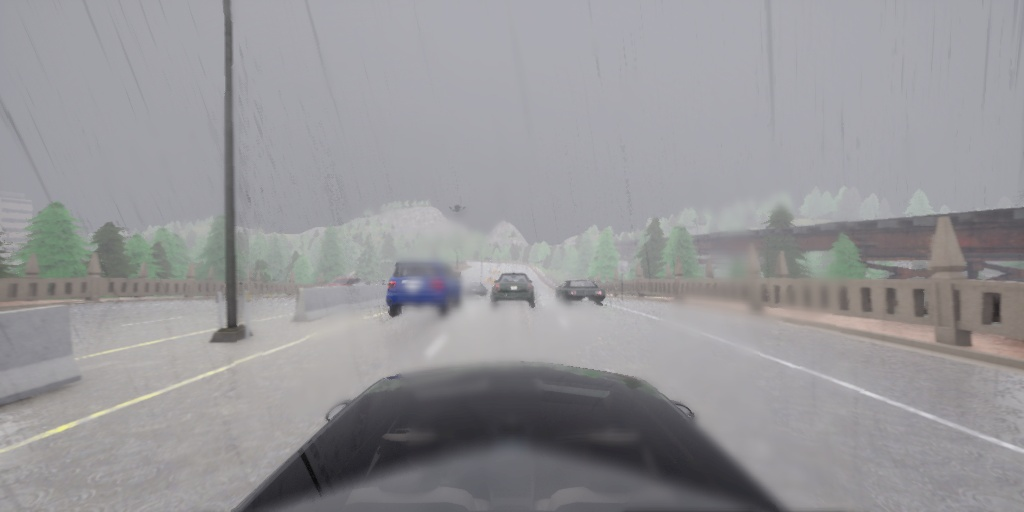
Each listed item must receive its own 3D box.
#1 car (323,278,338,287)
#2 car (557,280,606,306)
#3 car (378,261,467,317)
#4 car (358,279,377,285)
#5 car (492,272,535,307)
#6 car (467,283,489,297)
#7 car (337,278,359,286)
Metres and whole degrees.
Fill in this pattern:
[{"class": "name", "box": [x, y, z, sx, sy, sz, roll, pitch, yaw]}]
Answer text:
[{"class": "car", "box": [-17.604, 3.264, 37.561, 2.150, 2.045, 5.566, 0, -6, 0]}, {"class": "car", "box": [3.591, 1.975, 19.535, 1.895, 1.301, 4.718, 0, -4, 0]}, {"class": "car", "box": [-3.407, 1.311, 14.951, 2.150, 2.045, 5.566, 0, -3, 0]}, {"class": "car", "box": [-10.608, 2.805, 30.159, 2.128, 1.511, 4.902, 0, -6, 0]}, {"class": "car", "box": [0.091, 1.711, 19.311, 2.097, 1.767, 4.553, 0, -4, 0]}, {"class": "car", "box": [-3.418, 3.459, 36.083, 1.994, 1.385, 4.181, 0, -6, 0]}, {"class": "car", "box": [-14.108, 3.143, 33.739, 1.882, 1.535, 5.008, 0, -6, 0]}]
